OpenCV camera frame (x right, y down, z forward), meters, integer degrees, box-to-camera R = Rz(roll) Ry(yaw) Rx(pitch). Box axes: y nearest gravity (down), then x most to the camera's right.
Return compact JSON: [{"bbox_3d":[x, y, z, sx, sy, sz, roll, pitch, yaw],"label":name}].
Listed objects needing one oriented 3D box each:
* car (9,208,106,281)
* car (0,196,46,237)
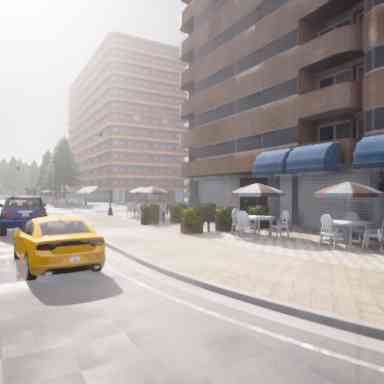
[{"bbox_3d":[-4.196,1.473,10.117,1.882,1.535,5.008,0,0,-33],"label":"car"},{"bbox_3d":[-9.380,1.213,18.541,2.150,2.045,5.566,0,0,-29],"label":"car"}]
